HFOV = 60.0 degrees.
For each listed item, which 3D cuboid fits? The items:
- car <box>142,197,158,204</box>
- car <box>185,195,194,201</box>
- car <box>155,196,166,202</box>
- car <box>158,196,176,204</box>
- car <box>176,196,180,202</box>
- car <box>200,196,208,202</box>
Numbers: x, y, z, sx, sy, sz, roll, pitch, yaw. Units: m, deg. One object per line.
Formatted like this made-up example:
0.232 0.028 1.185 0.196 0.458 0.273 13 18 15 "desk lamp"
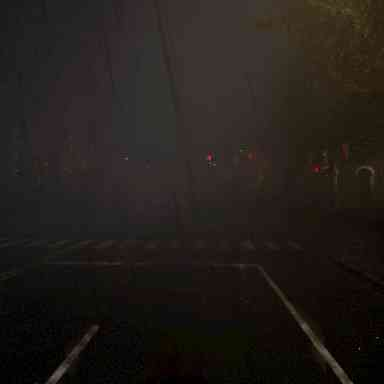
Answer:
-8.347 1.655 64.940 2.033 1.411 5.357 0 0 2 "car"
-0.504 1.467 83.896 2.097 1.767 4.553 0 0 3 "car"
-7.631 1.701 81.222 1.994 1.385 4.181 0 0 3 "car"
-4.848 1.672 64.872 2.033 1.411 5.357 0 0 2 "car"
-4.131 1.689 81.148 1.812 1.442 4.674 0 0 3 "car"
2.993 1.653 83.772 2.128 1.511 4.902 0 0 3 "car"
